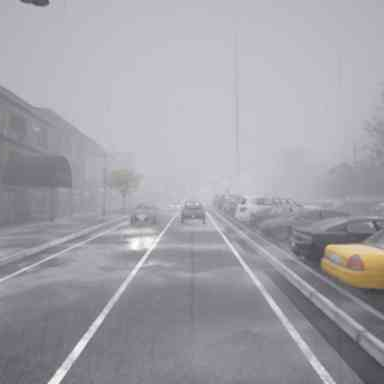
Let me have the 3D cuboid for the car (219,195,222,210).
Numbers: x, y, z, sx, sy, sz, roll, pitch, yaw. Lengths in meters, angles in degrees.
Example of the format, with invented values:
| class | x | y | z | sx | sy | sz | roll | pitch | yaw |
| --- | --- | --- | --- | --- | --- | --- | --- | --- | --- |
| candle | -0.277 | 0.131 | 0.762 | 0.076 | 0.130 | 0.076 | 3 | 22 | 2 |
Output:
| class | x | y | z | sx | sy | sz | roll | pitch | yaw |
| --- | --- | --- | --- | --- | --- | --- | --- | --- | --- |
| car | 5.551 | 1.433 | 35.583 | 4.553 | 1.767 | 2.185 | 0 | 0 | 0 |

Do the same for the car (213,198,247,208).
| class | x | y | z | sx | sy | sz | roll | pitch | yaw |
| --- | --- | --- | --- | --- | --- | --- | --- | --- | --- |
| car | 5.574 | 1.653 | 49.594 | 4.892 | 1.521 | 2.231 | 0 | -1 | 0 |

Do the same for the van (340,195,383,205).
| class | x | y | z | sx | sy | sz | roll | pitch | yaw |
| --- | --- | --- | --- | --- | --- | --- | --- | --- | --- |
| van | 18.778 | 1.333 | 35.651 | 4.442 | 1.987 | 1.878 | 0 | 0 | 0 |

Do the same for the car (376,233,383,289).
| class | x | y | z | sx | sy | sz | roll | pitch | yaw |
| --- | --- | --- | --- | --- | --- | --- | --- | --- | --- |
| car | 5.660 | 1.504 | 4.749 | 4.792 | 1.488 | 2.163 | 0 | 0 | 0 |

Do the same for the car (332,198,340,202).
| class | x | y | z | sx | sy | sz | roll | pitch | yaw |
| --- | --- | --- | --- | --- | --- | --- | --- | --- | --- |
| car | 18.629 | 1.447 | 38.431 | 4.553 | 1.767 | 2.185 | 0 | 0 | 0 |

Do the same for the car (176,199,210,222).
| class | x | y | z | sx | sy | sz | roll | pitch | yaw |
| --- | --- | --- | --- | --- | --- | --- | --- | --- | --- |
| car | 0.088 | 1.550 | 26.438 | 2.128 | 1.511 | 4.902 | 0 | 0 | 0 |

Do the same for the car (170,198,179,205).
| class | x | y | z | sx | sy | sz | roll | pitch | yaw |
| --- | --- | --- | --- | --- | --- | --- | --- | --- | --- |
| car | -3.281 | 1.904 | 66.471 | 2.128 | 1.511 | 4.902 | 0 | -1 | 0 |

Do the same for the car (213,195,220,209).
| class | x | y | z | sx | sy | sz | roll | pitch | yaw |
| --- | --- | --- | --- | --- | --- | --- | --- | --- | --- |
| car | 5.609 | 1.321 | 38.385 | 5.566 | 2.045 | 2.435 | 0 | 0 | 0 |

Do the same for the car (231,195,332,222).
| class | x | y | z | sx | sy | sz | roll | pitch | yaw |
| --- | --- | --- | --- | --- | --- | --- | --- | --- | --- |
| car | 5.630 | 1.256 | 21.566 | 5.566 | 2.045 | 2.435 | 0 | 0 | 0 |

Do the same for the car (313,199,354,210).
| class | x | y | z | sx | sy | sz | roll | pitch | yaw |
| --- | --- | --- | --- | --- | --- | --- | --- | --- | --- |
| car | 18.661 | 1.646 | 43.998 | 4.674 | 1.452 | 2.002 | 0 | 0 | 0 |

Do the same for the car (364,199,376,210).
| class | x | y | z | sx | sy | sz | roll | pitch | yaw |
| --- | --- | --- | --- | --- | --- | --- | --- | --- | --- |
| car | 18.666 | 1.579 | 30.078 | 4.674 | 1.452 | 2.002 | 0 | 0 | 0 |

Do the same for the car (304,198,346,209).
| class | x | y | z | sx | sy | sz | roll | pitch | yaw |
| --- | --- | --- | --- | --- | --- | --- | --- | --- | --- |
| car | 18.664 | 1.626 | 46.785 | 5.008 | 1.535 | 2.097 | 0 | -1 | 0 |

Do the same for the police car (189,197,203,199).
| class | x | y | z | sx | sy | sz | roll | pitch | yaw |
| --- | --- | --- | --- | --- | --- | --- | --- | --- | --- |
| police car | 0.063 | 1.632 | 44.065 | 2.038 | 1.542 | 4.974 | 0 | -1 | 0 |

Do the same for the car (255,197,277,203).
| class | x | y | z | sx | sy | sz | roll | pitch | yaw |
| --- | --- | --- | --- | --- | --- | --- | --- | --- | --- |
| car | 18.679 | 2.092 | 83.985 | 5.008 | 1.535 | 2.097 | 0 | -1 | 0 |

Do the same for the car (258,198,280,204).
| class | x | y | z | sx | sy | sz | roll | pitch | yaw |
| --- | --- | --- | --- | --- | --- | --- | --- | --- | --- |
| car | 18.670 | 2.091 | 80.836 | 4.674 | 1.452 | 2.002 | 0 | -1 | 0 |

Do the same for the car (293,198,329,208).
| class | x | y | z | sx | sy | sz | roll | pitch | yaw |
| --- | --- | --- | --- | --- | --- | --- | --- | --- | --- |
| car | 18.656 | 1.680 | 52.353 | 5.008 | 1.535 | 2.097 | 0 | -1 | 0 |

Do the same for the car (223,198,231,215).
| class | x | y | z | sx | sy | sz | roll | pitch | yaw |
| --- | --- | --- | --- | --- | --- | --- | --- | --- | --- |
| car | 5.583 | 1.539 | 29.975 | 4.892 | 1.521 | 2.231 | 0 | 0 | 0 |

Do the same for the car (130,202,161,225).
| class | x | y | z | sx | sy | sz | roll | pitch | yaw |
| --- | --- | --- | --- | --- | --- | --- | --- | --- | --- |
| car | -3.357 | 1.543 | 24.652 | 2.128 | 1.511 | 4.902 | 0 | 0 | 0 |

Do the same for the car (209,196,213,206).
| class | x | y | z | sx | sy | sz | roll | pitch | yaw |
| --- | --- | --- | --- | --- | --- | --- | --- | --- | --- |
| car | 5.608 | 1.375 | 46.795 | 5.566 | 2.045 | 2.435 | 0 | 0 | 0 |

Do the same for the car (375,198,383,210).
| class | x | y | z | sx | sy | sz | roll | pitch | yaw |
| --- | --- | --- | --- | --- | --- | --- | --- | --- | --- |
| car | 18.487 | 1.526 | 27.292 | 5.366 | 1.575 | 1.946 | 0 | 0 | 0 |

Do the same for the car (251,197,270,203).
| class | x | y | z | sx | sy | sz | roll | pitch | yaw |
| --- | --- | --- | --- | --- | --- | --- | --- | --- | --- |
| car | 18.673 | 2.219 | 90.533 | 4.674 | 1.452 | 2.002 | 0 | -1 | 0 |

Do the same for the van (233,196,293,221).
| class | x | y | z | sx | sy | sz | roll | pitch | yaw |
| --- | --- | --- | --- | --- | --- | --- | --- | --- | --- |
| van | 5.709 | 1.302 | 27.173 | 4.442 | 1.987 | 1.878 | 0 | 0 | 0 |

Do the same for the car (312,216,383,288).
| class | x | y | z | sx | sy | sz | roll | pitch | yaw |
| --- | --- | --- | --- | --- | --- | --- | --- | --- | --- |
| car | 5.811 | 1.473 | 7.552 | 5.366 | 1.575 | 1.946 | 0 | 0 | 0 |

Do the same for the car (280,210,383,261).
| class | x | y | z | sx | sy | sz | roll | pitch | yaw |
| --- | --- | --- | --- | --- | --- | --- | --- | --- | --- |
| car | 5.616 | 1.478 | 10.352 | 5.008 | 1.535 | 2.097 | 0 | 0 | 0 |

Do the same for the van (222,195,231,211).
| class | x | y | z | sx | sy | sz | roll | pitch | yaw |
| --- | --- | --- | --- | --- | --- | --- | --- | --- | --- |
| van | 5.469 | 1.322 | 32.780 | 4.442 | 1.987 | 1.878 | 0 | 0 | 0 |

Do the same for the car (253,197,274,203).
| class | x | y | z | sx | sy | sz | roll | pitch | yaw |
| --- | --- | --- | --- | --- | --- | --- | --- | --- | --- |
| car | 18.669 | 2.137 | 87.258 | 4.892 | 1.521 | 2.231 | 0 | -1 | 0 |

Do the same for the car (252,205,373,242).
| class | x | y | z | sx | sy | sz | roll | pitch | yaw |
| --- | --- | --- | --- | --- | --- | --- | --- | --- | --- |
| car | 5.582 | 1.519 | 15.960 | 4.792 | 1.488 | 2.163 | 0 | 0 | 0 |

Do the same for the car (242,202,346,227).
| class | x | y | z | sx | sy | sz | roll | pitch | yaw |
| --- | --- | --- | --- | --- | --- | --- | --- | --- | --- |
| car | 5.602 | 1.498 | 18.758 | 4.892 | 1.521 | 2.231 | 0 | 0 | 0 |
